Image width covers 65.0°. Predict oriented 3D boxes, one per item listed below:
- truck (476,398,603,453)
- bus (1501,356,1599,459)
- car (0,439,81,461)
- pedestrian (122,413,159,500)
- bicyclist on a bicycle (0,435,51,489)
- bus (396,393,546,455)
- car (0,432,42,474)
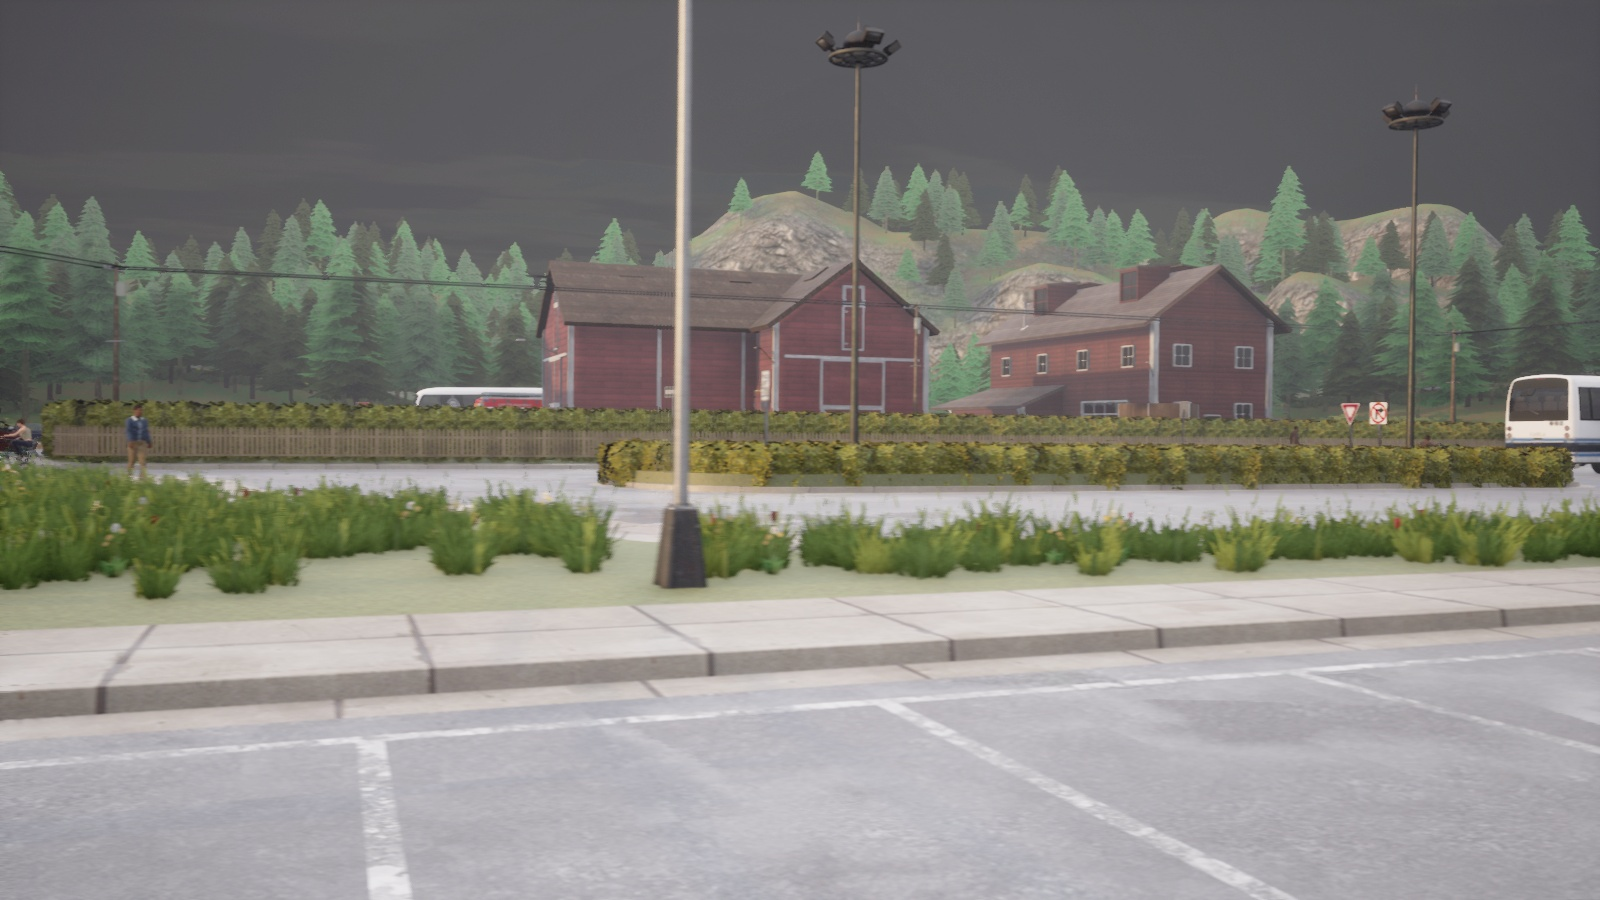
[{"bbox_3d":[-18.846,-1.785,91.044,8.468,3.827,2.891,-1,1,-29],"label":"truck"},{"bbox_3d":[36.494,-1.878,55.578,10.273,4.253,3.944,-1,0,-22],"label":"bus"},{"bbox_3d":[-48.950,-0.021,80.430,4.718,1.301,1.895,-1,1,-20],"label":"car"},{"bbox_3d":[-15.036,0.150,28.609,0.788,1.949,0.423,0,1,38],"label":"pedestrian"},{"bbox_3d":[-23.543,0.374,37.782,1.509,1.612,0.866,-1,-2,-1],"label":"bicyclist on a bicycle"},{"bbox_3d":[-24.346,-1.968,92.937,10.273,4.253,3.944,-2,1,-20],"label":"bus"},{"bbox_3d":[-31.320,0.123,48.149,1.851,1.617,3.988,-1,1,4],"label":"car"}]
